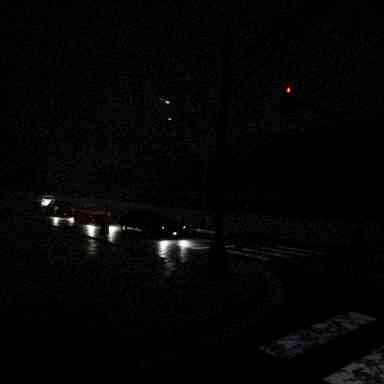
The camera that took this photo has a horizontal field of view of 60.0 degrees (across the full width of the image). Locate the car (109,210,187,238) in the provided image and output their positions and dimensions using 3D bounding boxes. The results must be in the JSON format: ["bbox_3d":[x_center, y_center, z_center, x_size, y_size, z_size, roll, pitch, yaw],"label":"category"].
[{"bbox_3d":[-2.511,1.761,19.211,2.033,1.411,5.357,4,-3,-38],"label":"car"}]

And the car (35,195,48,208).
[{"bbox_3d":[-23.602,1.549,53.570,2.150,2.045,5.566,4,-1,-36],"label":"car"}]

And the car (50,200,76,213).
[{"bbox_3d":[-17.731,1.941,45.439,2.128,1.511,4.902,4,-2,-35],"label":"car"}]

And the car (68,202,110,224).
[{"bbox_3d":[-8.232,1.770,27.243,1.882,1.535,5.008,4,-3,-36],"label":"car"}]

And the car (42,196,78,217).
[{"bbox_3d":[-14.084,1.679,35.419,2.097,1.767,4.553,4,-2,-35],"label":"car"}]
